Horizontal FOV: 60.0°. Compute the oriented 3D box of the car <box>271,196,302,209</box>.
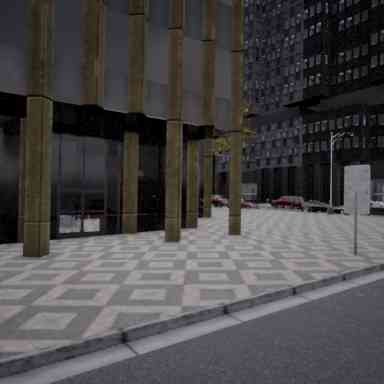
[{"bbox_3d":[13.732,1.486,47.750,2.192,1.841,5.009,1,-1,-35],"label":"car"}]

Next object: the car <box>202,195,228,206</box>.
[{"bbox_3d":[4.163,1.511,61.239,2.192,1.841,5.009,1,-1,-35],"label":"car"}]

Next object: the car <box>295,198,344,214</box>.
[{"bbox_3d":[13.161,1.539,33.817,1.947,1.339,4.313,1,-1,-35],"label":"car"}]

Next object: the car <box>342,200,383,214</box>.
[{"bbox_3d":[20.108,1.707,38.755,2.008,1.369,4.403,1,-1,-35],"label":"car"}]

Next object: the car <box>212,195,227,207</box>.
[{"bbox_3d":[3.595,1.311,47.309,2.192,1.841,5.009,1,-1,-35],"label":"car"}]

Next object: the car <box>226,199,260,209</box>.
[{"bbox_3d":[6.781,1.570,42.809,1.802,1.307,4.206,1,-1,-35],"label":"car"}]

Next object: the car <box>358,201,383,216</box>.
[{"bbox_3d":[16.351,1.517,29.320,2.008,1.369,4.403,1,-1,-35],"label":"car"}]
